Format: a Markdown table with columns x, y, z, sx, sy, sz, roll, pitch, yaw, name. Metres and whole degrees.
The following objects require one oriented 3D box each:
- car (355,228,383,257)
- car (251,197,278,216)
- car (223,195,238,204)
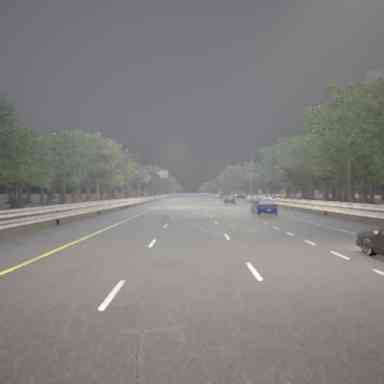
| x | y | z | sx | sy | sz | roll | pitch | yaw | name |
| --- | --- | --- | --- | --- | --- | --- | --- | --- | --- |
| 7.008 | 1.550 | 9.985 | 2.033 | 1.411 | 5.357 | 0 | 0 | 0 | car |
| 7.025 | 1.498 | 32.731 | 1.882 | 1.535 | 5.008 | 0 | 0 | 0 | car |
| 7.053 | 1.355 | 63.609 | 2.097 | 1.767 | 4.553 | 0 | 0 | 0 | car |
